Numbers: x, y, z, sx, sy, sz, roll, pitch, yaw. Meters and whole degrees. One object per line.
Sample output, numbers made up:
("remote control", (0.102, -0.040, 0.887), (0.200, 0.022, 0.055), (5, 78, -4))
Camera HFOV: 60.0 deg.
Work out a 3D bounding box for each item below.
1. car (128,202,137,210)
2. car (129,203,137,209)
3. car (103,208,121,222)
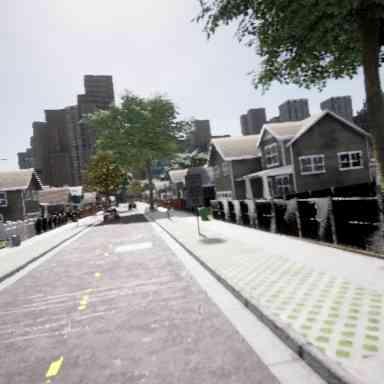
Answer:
("car", (-13.959, 3.230, 78.108), (2.097, 1.767, 4.553), (-7, 0, -10))
("car", (-15.737, 3.599, 88.008), (1.895, 1.301, 4.718), (-7, 0, -10))
("car", (-10.247, 2.854, 42.400), (1.812, 1.442, 4.674), (-7, 0, -10))
